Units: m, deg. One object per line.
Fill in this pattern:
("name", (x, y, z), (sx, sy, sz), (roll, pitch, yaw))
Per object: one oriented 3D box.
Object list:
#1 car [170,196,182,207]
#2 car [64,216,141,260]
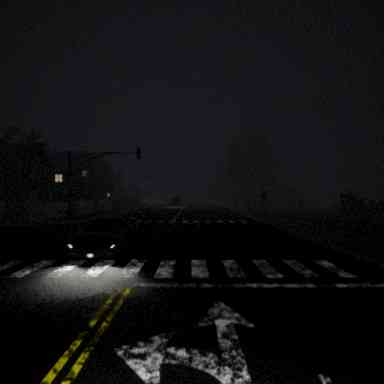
("car", (-3.275, 1.924, 68.195), (2.150, 2.045, 5.566), (0, -1, 0))
("car", (-3.253, 1.677, 13.283), (2.033, 1.411, 5.357), (0, -1, 0))
